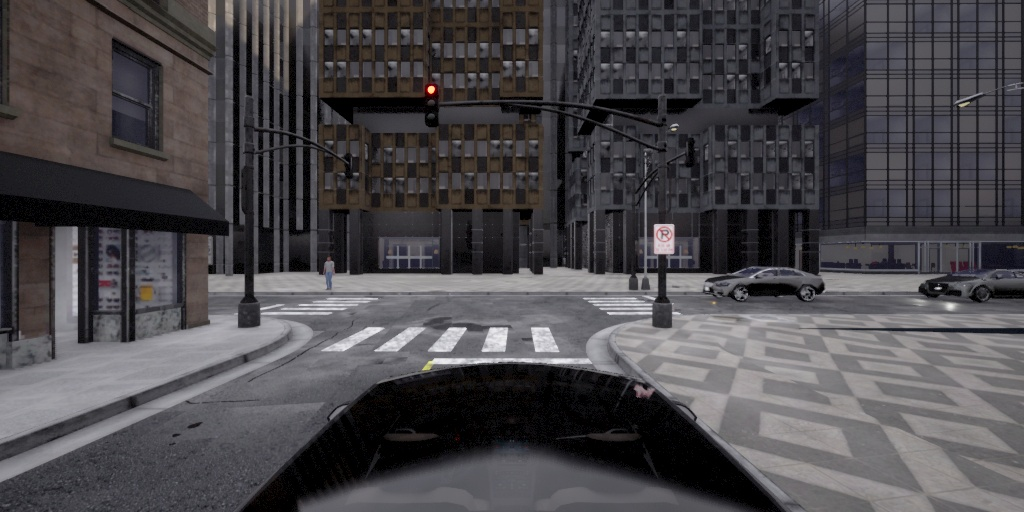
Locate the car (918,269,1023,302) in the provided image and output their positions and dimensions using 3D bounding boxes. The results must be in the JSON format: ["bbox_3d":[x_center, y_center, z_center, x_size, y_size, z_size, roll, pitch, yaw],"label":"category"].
[{"bbox_3d":[21.297,1.282,16.247,4.181,1.385,1.994,0,0,0],"label":"car"}]

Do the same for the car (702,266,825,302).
[{"bbox_3d":[11.317,1.223,16.304,4.902,1.511,2.128,0,0,0],"label":"car"}]

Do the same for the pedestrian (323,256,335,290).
[{"bbox_3d":[-9.929,0.902,19.486,0.375,1.860,0.375,0,0,0],"label":"pedestrian"}]
